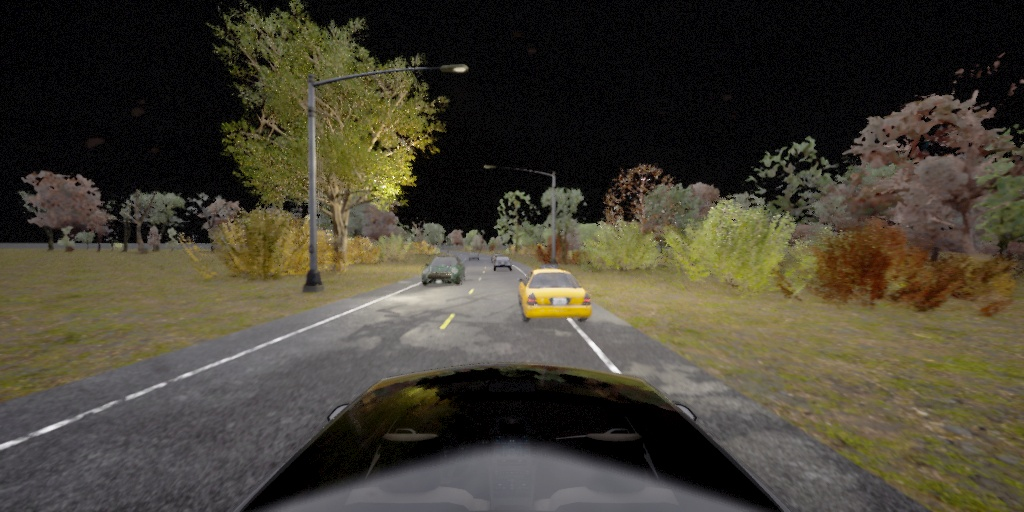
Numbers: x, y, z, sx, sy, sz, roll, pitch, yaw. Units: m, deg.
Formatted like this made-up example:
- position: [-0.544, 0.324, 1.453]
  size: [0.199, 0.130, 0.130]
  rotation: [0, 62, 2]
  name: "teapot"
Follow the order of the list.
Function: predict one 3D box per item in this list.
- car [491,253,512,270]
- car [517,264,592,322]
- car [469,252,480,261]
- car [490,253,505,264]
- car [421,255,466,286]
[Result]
- position: [-0.981, 0.660, 36.684]
  size: [2.033, 1.411, 5.357]
  rotation: [0, 1, -3]
  name: "car"
- position: [1.138, 1.036, 11.371]
  size: [1.801, 1.575, 5.366]
  rotation: [0, 1, -1]
  name: "car"
- position: [-6.705, 0.089, 63.843]
  size: [1.837, 1.490, 4.892]
  rotation: [0, 1, -5]
  name: "car"
- position: [-2.212, 0.272, 53.905]
  size: [2.128, 1.511, 4.902]
  rotation: [0, 1, -5]
  name: "car"
- position: [-3.958, 0.759, 21.381]
  size: [2.097, 1.767, 4.553]
  rotation: [0, 1, -2]
  name: "car"
